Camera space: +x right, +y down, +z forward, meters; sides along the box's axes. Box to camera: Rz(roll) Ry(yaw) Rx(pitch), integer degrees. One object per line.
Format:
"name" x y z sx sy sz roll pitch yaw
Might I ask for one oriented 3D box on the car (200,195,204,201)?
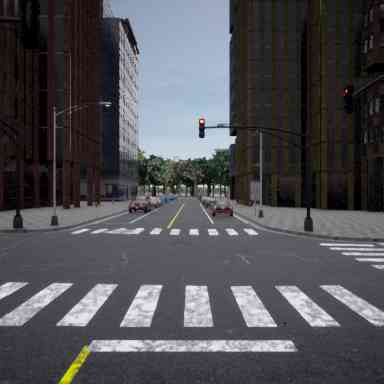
"car" 2.784 1.553 53.492 1.887 1.381 4.507 0 0 0

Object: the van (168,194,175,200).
"van" -5.727 1.371 91.559 1.690 1.788 3.998 0 0 0

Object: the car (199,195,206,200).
"car" 2.798 1.555 91.725 1.752 1.417 4.829 0 0 0

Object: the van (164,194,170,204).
"van" -5.738 1.354 64.371 1.690 1.788 3.998 0 0 0

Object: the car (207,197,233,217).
"car" 2.775 1.442 31.742 1.967 1.590 4.097 0 0 0

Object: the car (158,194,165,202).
"car" -5.742 1.534 53.326 1.752 1.417 4.829 0 0 0

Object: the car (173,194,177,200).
"car" -5.729 1.591 86.121 1.947 1.339 4.313 0 0 0

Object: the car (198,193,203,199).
"car" 2.792 1.544 75.412 1.752 1.417 4.829 0 0 0

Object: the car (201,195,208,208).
"car" 2.781 1.557 48.054 2.008 1.369 4.403 0 0 0

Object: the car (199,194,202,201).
"car" 2.788 1.538 64.537 1.752 1.417 4.829 0 0 0

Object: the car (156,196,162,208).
"car" -5.744 1.588 48.058 1.802 1.307 4.206 0 0 0

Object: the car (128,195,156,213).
"car" -5.748 1.318 37.183 2.192 1.841 5.009 0 0 0

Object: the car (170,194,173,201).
"car" -5.735 1.566 69.809 2.008 1.369 4.403 0 0 0

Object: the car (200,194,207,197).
"car" 2.786 1.555 58.930 1.887 1.381 4.507 0 0 0
